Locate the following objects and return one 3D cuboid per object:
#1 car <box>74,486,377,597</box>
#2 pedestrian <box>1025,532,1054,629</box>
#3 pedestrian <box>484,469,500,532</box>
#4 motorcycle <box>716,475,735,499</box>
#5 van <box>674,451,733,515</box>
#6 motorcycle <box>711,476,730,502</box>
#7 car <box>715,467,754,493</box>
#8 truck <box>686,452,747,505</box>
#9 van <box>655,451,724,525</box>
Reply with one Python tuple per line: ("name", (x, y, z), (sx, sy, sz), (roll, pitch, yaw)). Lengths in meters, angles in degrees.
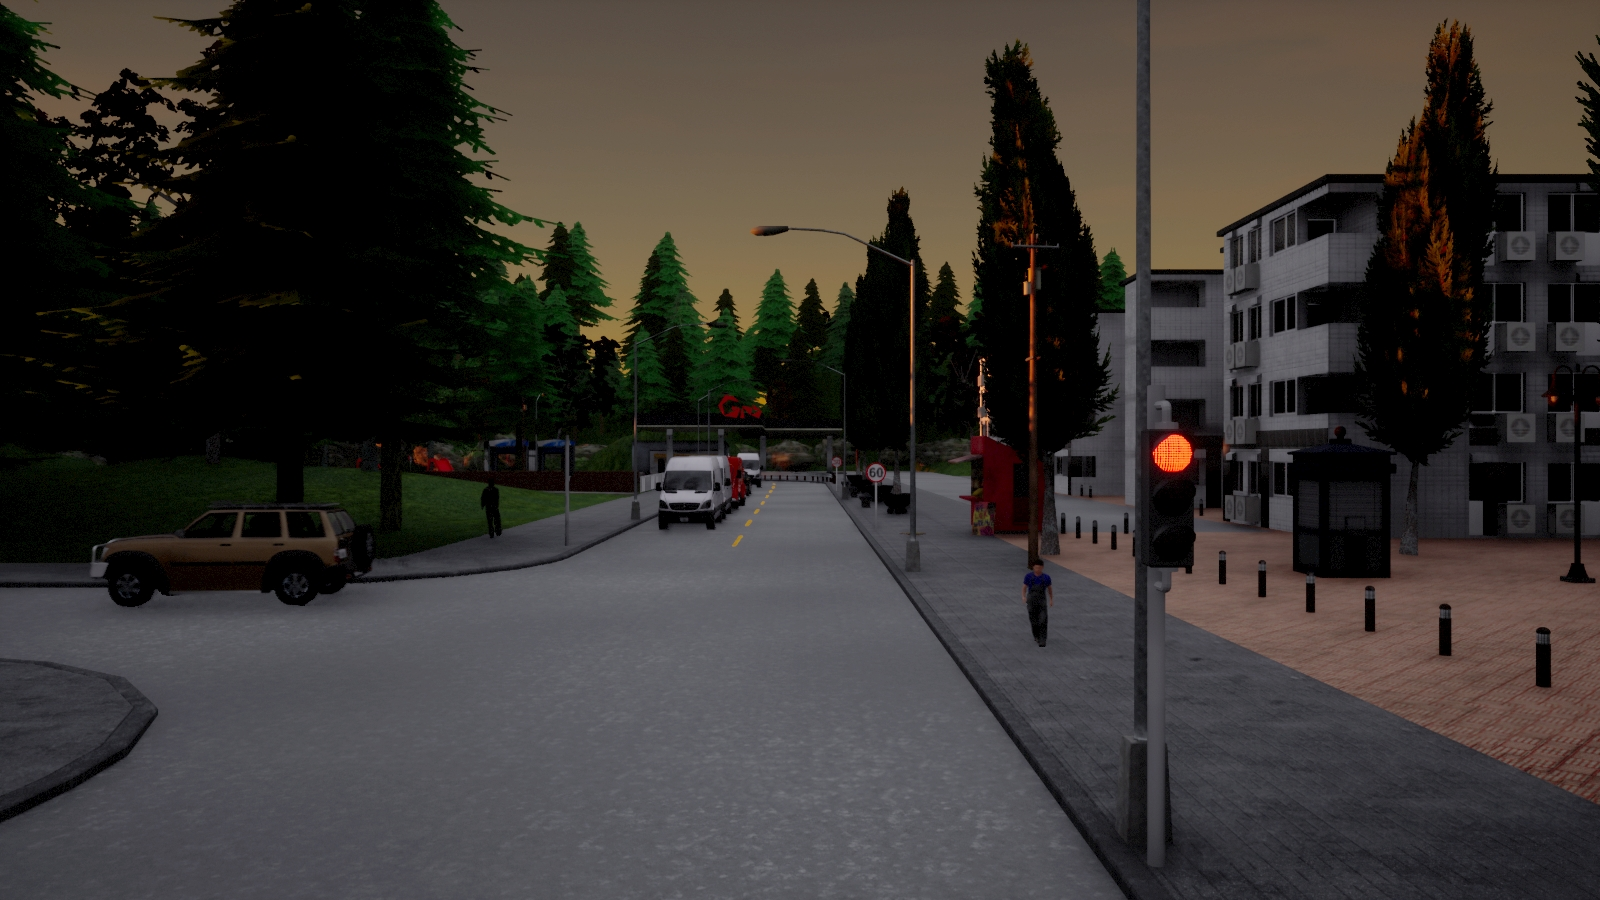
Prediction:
("car", (-10.478, 1.640, 21.142), (4.605, 1.855, 1.932), (0, 0, -5))
("pedestrian", (3.321, 1.802, 15.858), (0.375, 1.300, 0.375), (0, 0, 14))
("pedestrian", (-9.294, 1.520, 34.489), (0.375, 1.860, 0.375), (0, 0, 0))
("motorcycle", (-3.988, 1.975, 61.268), (0.867, 1.251, 2.209), (0, 0, 0))
("van", (-4.007, 1.306, 48.327), (1.988, 2.561, 5.915), (0, 0, 0))
("motorcycle", (-3.975, 1.953, 57.177), (0.856, 1.236, 1.805), (0, 0, 0))
("car", (-3.975, 1.816, 70.543), (2.128, 1.511, 4.902), (0, 0, 0))
("truck", (-3.995, 1.339, 55.631), (2.627, 2.467, 5.204), (0, 0, 0))
("van", (-4.013, 1.307, 42.390), (1.988, 2.561, 5.915), (0, 0, 0))
